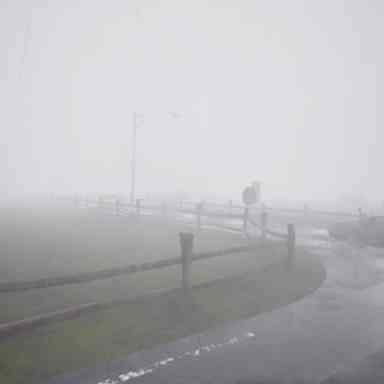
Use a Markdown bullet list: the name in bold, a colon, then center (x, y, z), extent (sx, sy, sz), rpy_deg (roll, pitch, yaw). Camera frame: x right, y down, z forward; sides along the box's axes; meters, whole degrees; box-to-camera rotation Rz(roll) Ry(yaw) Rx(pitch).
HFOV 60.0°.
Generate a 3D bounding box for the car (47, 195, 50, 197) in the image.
- **car**: center (-24.496, 0.647, 56.893), extent (2.033, 1.411, 5.357), rpy_deg (2, 0, -36)

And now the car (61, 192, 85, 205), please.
- **car**: center (-16.301, 0.794, 45.635), extent (2.097, 1.767, 4.553), rpy_deg (2, 0, -36)

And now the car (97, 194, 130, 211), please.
- **car**: center (-8.141, 0.980, 34.424), extent (2.097, 1.767, 4.553), rpy_deg (2, 0, -36)

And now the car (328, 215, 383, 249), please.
- **car**: center (7.913, 1.574, 12.360), extent (2.033, 1.411, 5.357), rpy_deg (1, 1, -36)
